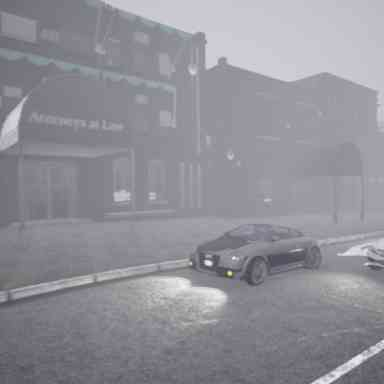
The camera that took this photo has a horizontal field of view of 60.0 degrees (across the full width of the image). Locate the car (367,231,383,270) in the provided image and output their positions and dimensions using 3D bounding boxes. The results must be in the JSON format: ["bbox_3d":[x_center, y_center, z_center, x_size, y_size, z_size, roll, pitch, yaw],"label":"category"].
[{"bbox_3d":[7.198,1.621,10.278,4.674,1.442,1.812,1,0,-39],"label":"car"}]

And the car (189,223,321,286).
[{"bbox_3d":[1.940,1.617,9.645,4.181,1.385,1.994,1,-1,-40],"label":"car"}]
